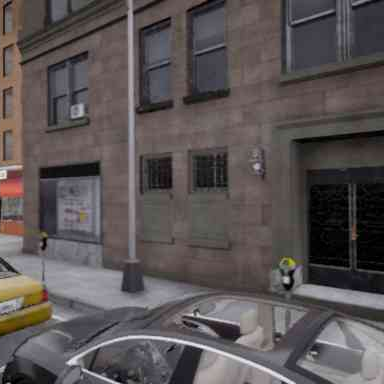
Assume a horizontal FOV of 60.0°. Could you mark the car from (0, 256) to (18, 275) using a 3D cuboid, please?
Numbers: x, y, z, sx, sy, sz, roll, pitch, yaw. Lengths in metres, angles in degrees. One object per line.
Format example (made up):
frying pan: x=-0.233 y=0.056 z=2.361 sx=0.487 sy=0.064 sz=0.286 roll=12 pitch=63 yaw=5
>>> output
car: x=-4.478 y=1.599 z=6.006 sx=4.829 sy=1.417 sz=1.752 roll=-1 pitch=0 yaw=36

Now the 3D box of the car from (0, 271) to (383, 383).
car: x=0.153 y=1.565 z=2.702 sx=4.403 sy=1.369 sz=2.008 roll=-1 pitch=0 yaw=36
